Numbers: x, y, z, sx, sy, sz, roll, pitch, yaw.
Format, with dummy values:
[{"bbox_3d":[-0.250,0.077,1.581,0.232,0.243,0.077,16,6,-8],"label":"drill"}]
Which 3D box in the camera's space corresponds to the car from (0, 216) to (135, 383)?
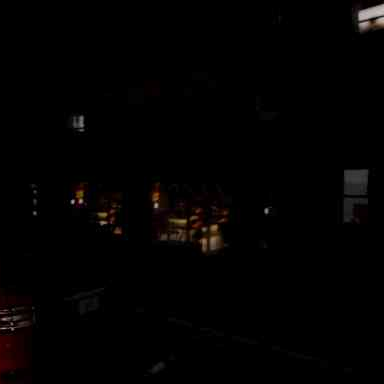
[{"bbox_3d":[-3.070,1.304,4.978,5.009,1.841,2.192,0,1,35],"label":"car"}]
